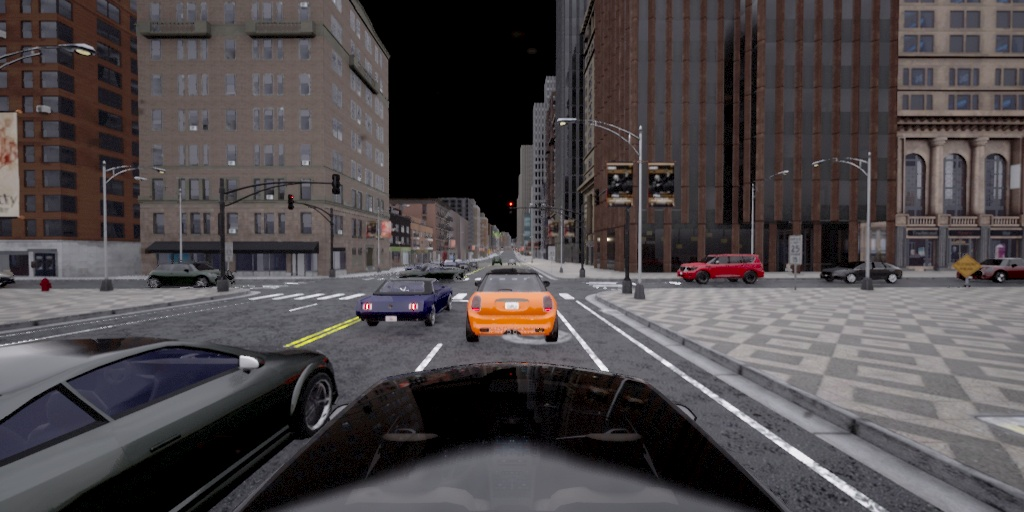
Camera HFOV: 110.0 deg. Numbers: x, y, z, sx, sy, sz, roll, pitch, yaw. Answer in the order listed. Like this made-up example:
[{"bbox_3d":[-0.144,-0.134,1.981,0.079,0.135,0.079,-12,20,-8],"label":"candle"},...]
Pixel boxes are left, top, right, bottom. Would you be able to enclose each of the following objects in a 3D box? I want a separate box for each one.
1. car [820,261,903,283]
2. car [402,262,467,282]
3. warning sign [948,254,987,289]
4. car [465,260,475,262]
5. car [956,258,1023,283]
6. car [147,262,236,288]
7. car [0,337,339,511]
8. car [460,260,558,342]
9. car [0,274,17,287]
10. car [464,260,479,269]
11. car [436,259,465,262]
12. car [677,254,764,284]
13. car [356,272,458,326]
[{"bbox_3d":[24.895,1.129,25.641,4.892,1.490,1.837,0,1,0],"label":"car"},{"bbox_3d":[-6.015,1.368,27.311,4.718,1.301,1.895,0,0,-36],"label":"car"},{"bbox_3d":[25.177,0.835,19.840,1.060,1.860,1.300,0,0,0],"label":"warning sign"},{"bbox_3d":[-6.600,1.357,48.781,1.994,1.385,4.181,0,0,0],"label":"car"},{"bbox_3d":[35.013,0.936,25.671,4.553,1.767,2.097,0,1,0],"label":"car"},{"bbox_3d":[-20.924,1.199,23.569,4.553,1.767,2.097,0,1,0],"label":"car"},{"bbox_3d":[-3.158,1.314,2.766,1.994,1.385,4.181,0,0,1],"label":"car"},{"bbox_3d":[0.010,1.105,9.934,2.097,1.767,4.553,0,0,0],"label":"car"},{"bbox_3d":[-36.442,1.447,23.674,5.357,1.411,2.033,0,1,1],"label":"car"},{"bbox_3d":[-6.583,1.366,58.801,1.994,1.385,4.181,0,0,0],"label":"car"},{"bbox_3d":[-6.600,1.346,38.822,1.994,1.385,4.181,0,0,0],"label":"car"},{"bbox_3d":[14.839,0.885,25.605,5.566,2.045,2.150,0,1,0],"label":"car"},{"bbox_3d":[-3.149,1.354,11.585,1.895,1.301,4.718,0,0,0],"label":"car"}]
